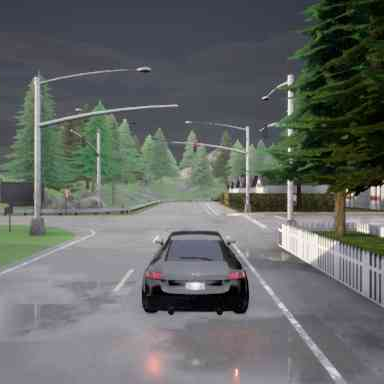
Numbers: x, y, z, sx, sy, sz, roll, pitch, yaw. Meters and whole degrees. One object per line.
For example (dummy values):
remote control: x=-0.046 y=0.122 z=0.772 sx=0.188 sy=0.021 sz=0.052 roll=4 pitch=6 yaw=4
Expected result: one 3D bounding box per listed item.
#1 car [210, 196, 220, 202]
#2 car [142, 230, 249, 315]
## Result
car: x=6.697 y=1.521 z=72.863 sx=5.357 sy=1.411 sz=2.033 roll=0 pitch=0 yaw=-22
car: x=0.075 y=1.564 z=7.644 sx=1.994 sy=1.385 sz=4.181 roll=0 pitch=0 yaw=1
